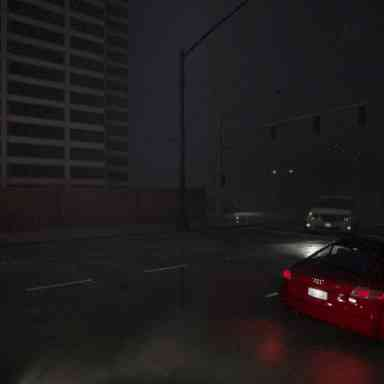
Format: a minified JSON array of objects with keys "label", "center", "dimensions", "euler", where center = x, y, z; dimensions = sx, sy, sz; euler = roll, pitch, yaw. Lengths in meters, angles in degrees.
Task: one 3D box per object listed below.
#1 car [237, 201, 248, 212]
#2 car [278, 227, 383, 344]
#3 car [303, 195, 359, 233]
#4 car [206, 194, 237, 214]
[{"label":"car","center":[4.333,1.526,38.427],"dimensions":[1.812,1.442,4.674],"euler":[0,0,-36]},{"label":"car","center":[3.614,1.564,6.376],"dimensions":[4.181,1.385,1.994],"euler":[0,0,-35]},{"label":"car","center":[7.895,1.221,18.331],"dimensions":[2.150,2.045,5.566],"euler":[2,1,30]},{"label":"car","center":[1.853,1.220,35.847],"dimensions":[2.150,2.045,5.566],"euler":[0,0,-36]}]
